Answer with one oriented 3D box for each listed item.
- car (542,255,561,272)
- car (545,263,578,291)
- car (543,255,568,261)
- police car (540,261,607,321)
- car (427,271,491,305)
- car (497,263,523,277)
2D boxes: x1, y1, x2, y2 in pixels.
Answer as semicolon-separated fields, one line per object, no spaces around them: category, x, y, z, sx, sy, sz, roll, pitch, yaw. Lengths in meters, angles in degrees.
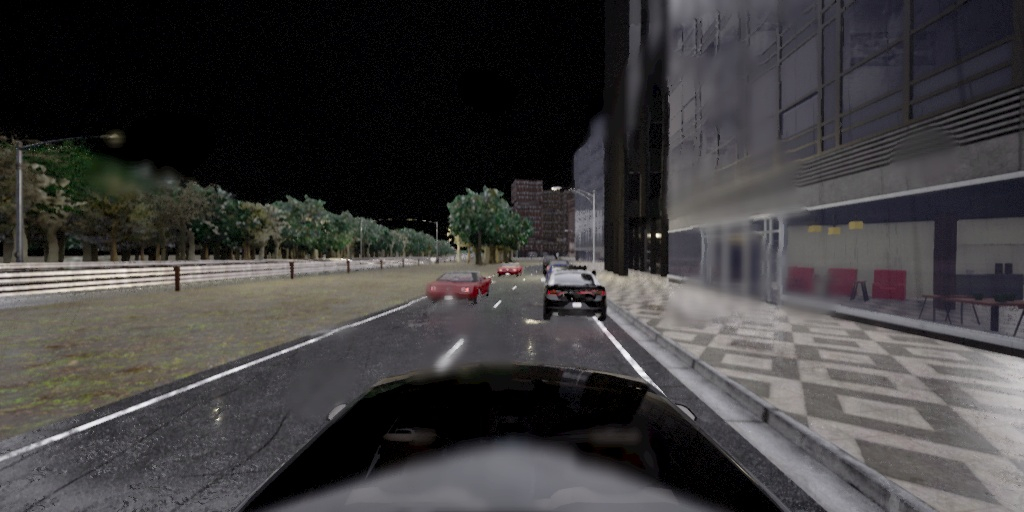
car;5.237;0.873;46.705;2.150;2.045;5.566;0;0;10
car;3.010;1.223;22.239;1.812;1.442;4.674;0;0;6
car;3.690;1.036;28.095;2.097;1.767;4.553;0;0;7
police car;2.035;1.146;12.523;1.930;1.638;5.238;0;0;5
car;-2.104;1.310;15.796;1.895;1.301;4.718;0;0;5
car;-0.082;1.272;33.479;1.895;1.301;4.718;0;0;8
